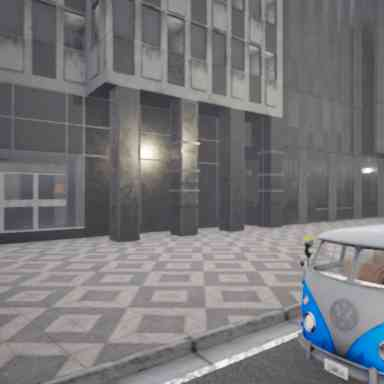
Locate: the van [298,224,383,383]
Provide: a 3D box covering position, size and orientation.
[{"bbox_3d":[3.223,1.339,4.725,3.998,1.788,1.690,0,0,-36],"label":"van"}]
